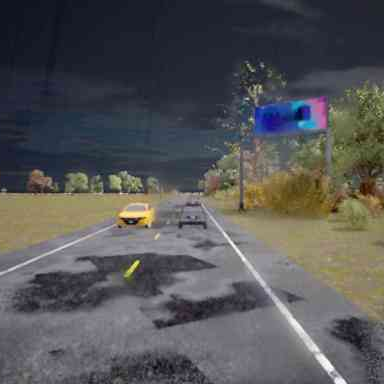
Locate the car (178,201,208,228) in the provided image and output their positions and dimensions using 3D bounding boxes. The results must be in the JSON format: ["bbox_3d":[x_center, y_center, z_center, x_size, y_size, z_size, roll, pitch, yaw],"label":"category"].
[{"bbox_3d":[0.062,1.555,22.090,2.033,1.411,5.357,0,0,0],"label":"car"}]

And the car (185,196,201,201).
[{"bbox_3d":[0.082,1.365,43.563,2.097,1.767,4.553,0,0,0],"label":"car"}]

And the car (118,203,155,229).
[{"bbox_3d":[-3.581,1.485,22.091,1.882,1.535,5.008,0,0,0],"label":"car"}]
